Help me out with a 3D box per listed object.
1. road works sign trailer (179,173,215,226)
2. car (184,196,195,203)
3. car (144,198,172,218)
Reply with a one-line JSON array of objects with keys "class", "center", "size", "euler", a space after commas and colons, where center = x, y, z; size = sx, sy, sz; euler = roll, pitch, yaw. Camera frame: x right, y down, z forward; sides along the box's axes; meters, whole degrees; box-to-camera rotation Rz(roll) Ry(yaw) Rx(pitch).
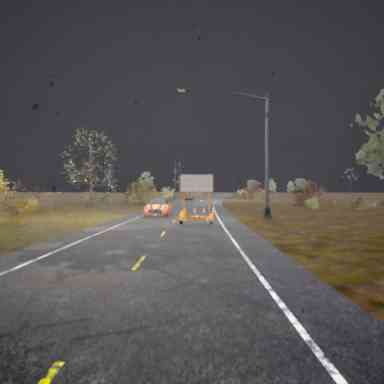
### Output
[{"class": "road works sign trailer", "center": [0.324, 0.452, 23.116], "size": [2.380, 3.560, 2.880], "euler": [0, 0, 2]}, {"class": "car", "center": [-0.529, 1.537, 70.325], "size": [1.895, 1.301, 4.718], "euler": [0, 0, 5]}, {"class": "car", "center": [-3.011, 1.333, 30.063], "size": [2.097, 1.767, 4.553], "euler": [0, 0, 2]}]
